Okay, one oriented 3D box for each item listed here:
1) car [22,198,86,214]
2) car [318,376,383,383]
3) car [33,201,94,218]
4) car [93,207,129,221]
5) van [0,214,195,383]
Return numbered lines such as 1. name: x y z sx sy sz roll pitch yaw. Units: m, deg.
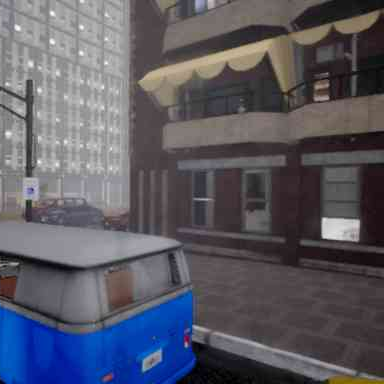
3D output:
1. car: -10.329 1.365 25.649 2.192 1.841 5.009 1 0 36
2. car: 2.542 1.524 1.048 4.829 1.417 1.752 0 1 36
3. car: -8.461 1.607 23.794 1.812 1.442 4.674 1 0 34
4. car: -3.538 1.703 20.743 1.887 1.381 4.507 1 0 36
5. van: -1.882 1.344 4.199 3.998 1.788 1.690 0 1 36
